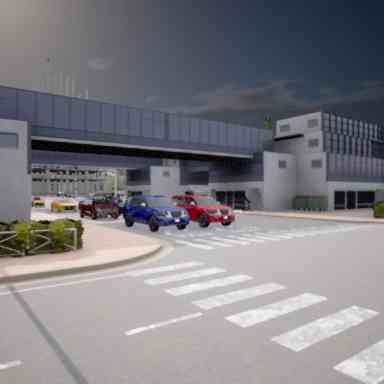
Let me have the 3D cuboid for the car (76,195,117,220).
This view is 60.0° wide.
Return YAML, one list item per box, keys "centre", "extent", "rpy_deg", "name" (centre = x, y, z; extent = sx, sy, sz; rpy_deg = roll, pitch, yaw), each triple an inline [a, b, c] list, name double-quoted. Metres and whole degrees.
- centre: [-7.911, 1.347, 28.248]
  extent: [2.097, 1.767, 4.553]
  rpy_deg: [0, 0, -36]
  name: "car"

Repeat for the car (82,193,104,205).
- centre: [-17.904, 1.211, 60.095]
  extent: [2.150, 2.045, 5.566]
  rpy_deg: [0, 0, -36]
  name: "car"

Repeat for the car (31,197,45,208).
- centre: [-23.417, 1.508, 49.810]
  extent: [1.882, 1.535, 5.008]
  rpy_deg: [0, 0, -36]
  name: "car"

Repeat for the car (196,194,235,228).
- centre: [0.443, 1.215, 22.698]
  extent: [2.150, 2.045, 5.566]
  rpy_deg: [0, 0, -36]
  name: "car"

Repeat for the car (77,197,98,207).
- centre: [-16.466, 1.517, 52.265]
  extent: [1.812, 1.442, 4.674]
  rpy_deg: [0, 0, -36]
  name: "car"

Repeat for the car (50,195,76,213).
- centre: [-14.401, 1.473, 37.218]
  extent: [1.882, 1.535, 5.008]
  rpy_deg: [0, 0, -36]
  name: "car"

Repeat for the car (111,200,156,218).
- centre: [-5.574, 1.541, 30.985]
  extent: [2.033, 1.411, 5.357]
  rpy_deg: [0, 0, -36]
  name: "car"

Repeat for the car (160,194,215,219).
- centre: [-0.563, 1.213, 30.426]
  extent: [2.150, 2.045, 5.566]
  rpy_deg: [0, 0, -36]
  name: "car"

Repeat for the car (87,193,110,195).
- centre: [-11.994, 1.345, 39.862]
  extent: [2.097, 1.767, 4.553]
  rpy_deg: [0, 0, -36]
  name: "car"

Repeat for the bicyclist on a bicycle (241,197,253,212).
- centre: [5.771, 1.291, 34.903]
  extent: [1.656, 1.620, 0.582]
  rpy_deg: [0, 0, -36]
  name: "bicyclist on a bicycle"

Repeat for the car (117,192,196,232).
- centre: [-2.401, 1.217, 20.615]
  extent: [2.150, 2.045, 5.566]
  rpy_deg: [0, 0, -35]
  name: "car"
